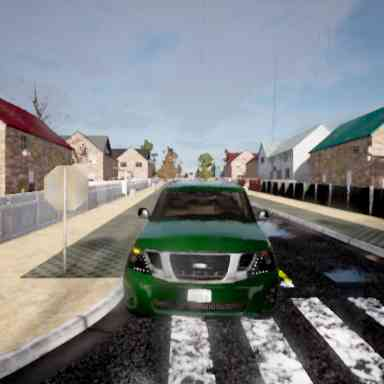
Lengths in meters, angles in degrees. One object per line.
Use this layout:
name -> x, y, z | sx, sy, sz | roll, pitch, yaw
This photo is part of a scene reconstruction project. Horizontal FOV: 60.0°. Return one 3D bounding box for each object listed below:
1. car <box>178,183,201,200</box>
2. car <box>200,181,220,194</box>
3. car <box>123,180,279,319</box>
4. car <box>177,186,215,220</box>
car -> -0.352, -0.118, 32.147 | 2.033, 1.411, 5.357 | 0, 3, -2
car -> 2.185, -0.594, 42.181 | 2.033, 1.411, 5.357 | 0, 3, -2
car -> 0.238, 0.802, 6.871 | 2.150, 2.045, 5.566 | 1, 3, 3
car -> 0.111, 0.497, 18.791 | 1.837, 1.490, 4.892 | 0, 3, -2
